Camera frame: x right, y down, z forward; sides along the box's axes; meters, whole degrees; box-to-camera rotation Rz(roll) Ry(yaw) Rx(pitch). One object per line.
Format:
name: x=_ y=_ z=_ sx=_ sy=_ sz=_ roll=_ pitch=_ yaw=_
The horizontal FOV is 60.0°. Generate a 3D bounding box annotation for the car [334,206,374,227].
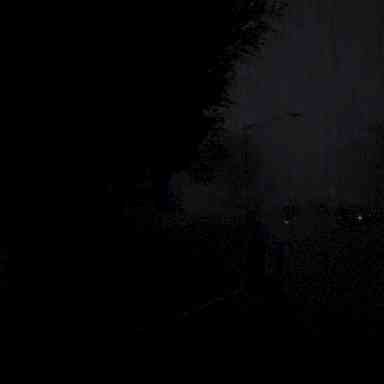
car: x=11.837 y=1.760 z=24.541 sx=1.994 sy=1.385 sz=4.181 roll=-2 pitch=-1 yaw=13

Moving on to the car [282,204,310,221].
car: x=9.752 y=1.982 z=32.262 sx=2.033 sy=1.411 sz=5.357 roll=-2 pitch=-1 yaw=12

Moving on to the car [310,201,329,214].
car: x=15.206 y=1.817 z=40.216 sx=1.882 sy=1.535 sz=5.008 roll=-2 pitch=0 yaw=12

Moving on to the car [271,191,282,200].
car: x=18.157 y=0.710 z=71.816 sx=2.097 sy=1.767 sz=4.553 roll=-2 pitch=3 yaw=12
